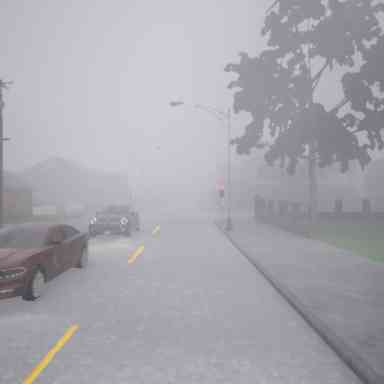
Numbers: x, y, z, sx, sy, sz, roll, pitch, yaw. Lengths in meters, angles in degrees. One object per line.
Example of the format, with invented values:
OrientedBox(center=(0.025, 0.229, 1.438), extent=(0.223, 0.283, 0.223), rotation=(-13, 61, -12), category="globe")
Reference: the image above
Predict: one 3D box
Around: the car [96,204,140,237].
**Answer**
OrientedBox(center=(-4.329, 1.519, 19.170), extent=(2.097, 1.767, 4.553), rotation=(0, -1, 0), category="car")

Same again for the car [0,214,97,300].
OrientedBox(center=(-4.235, 1.555, 8.763), extent=(1.882, 1.535, 5.008), rotation=(0, -1, 0), category="car")
